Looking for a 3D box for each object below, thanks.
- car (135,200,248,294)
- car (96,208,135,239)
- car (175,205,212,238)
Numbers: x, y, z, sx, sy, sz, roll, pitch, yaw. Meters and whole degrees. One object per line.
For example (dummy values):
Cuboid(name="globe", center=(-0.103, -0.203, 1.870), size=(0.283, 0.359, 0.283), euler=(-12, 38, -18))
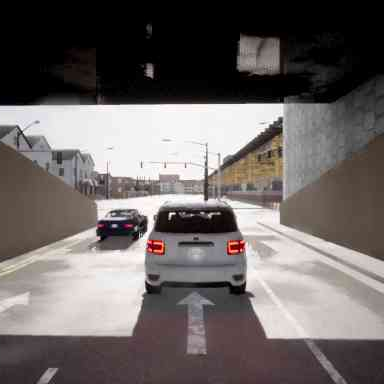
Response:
Cuboid(name="car", center=(0.083, 1.221, 8.911), size=(2.150, 2.045, 5.566), euler=(0, 0, 0))
Cuboid(name="car", center=(-3.420, 1.547, 17.150), size=(2.033, 1.411, 5.357), euler=(0, 0, 0))
Cuboid(name="car", center=(0.059, 1.526, 18.475), size=(1.812, 1.442, 4.674), euler=(0, 0, 0))
